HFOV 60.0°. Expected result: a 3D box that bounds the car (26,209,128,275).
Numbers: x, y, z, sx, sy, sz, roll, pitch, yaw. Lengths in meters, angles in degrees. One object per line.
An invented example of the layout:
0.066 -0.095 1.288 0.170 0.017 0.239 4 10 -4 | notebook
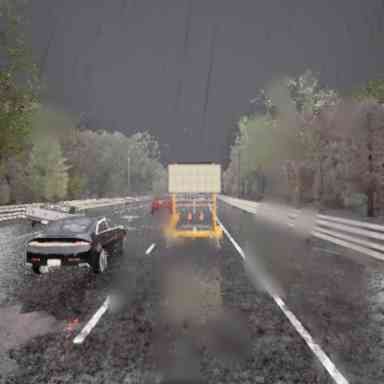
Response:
-3.321 1.497 10.488 2.128 1.511 4.902 0 0 0 | car

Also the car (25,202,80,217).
-6.677 1.325 17.441 1.895 1.301 4.718 11 -6 1 | car

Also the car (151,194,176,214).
-2.919 1.222 34.879 2.150 2.045 5.566 0 0 1 | car

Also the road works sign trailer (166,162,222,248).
0.117 0.467 14.814 2.380 3.560 2.880 0 0 1 | road works sign trailer
